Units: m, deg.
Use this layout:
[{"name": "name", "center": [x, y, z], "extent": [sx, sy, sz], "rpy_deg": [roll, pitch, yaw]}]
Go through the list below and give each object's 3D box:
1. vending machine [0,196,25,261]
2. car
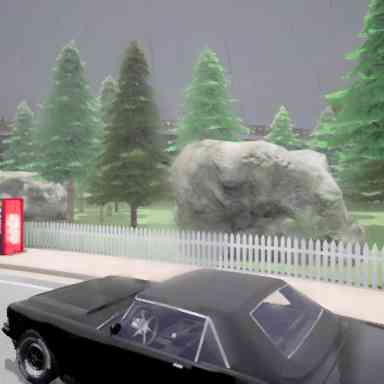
[{"name": "vending machine", "center": [-6.510, 1.193, 11.400], "extent": [0.880, 2.100, 1.100], "rpy_deg": [0, 0, 21]}, {"name": "car", "center": [-0.063, 1.600, 3.759], "extent": [4.718, 1.301, 1.895], "rpy_deg": [0, 0, 33]}]
